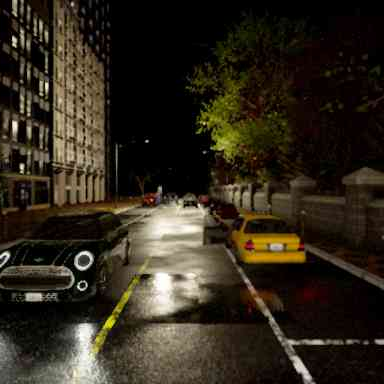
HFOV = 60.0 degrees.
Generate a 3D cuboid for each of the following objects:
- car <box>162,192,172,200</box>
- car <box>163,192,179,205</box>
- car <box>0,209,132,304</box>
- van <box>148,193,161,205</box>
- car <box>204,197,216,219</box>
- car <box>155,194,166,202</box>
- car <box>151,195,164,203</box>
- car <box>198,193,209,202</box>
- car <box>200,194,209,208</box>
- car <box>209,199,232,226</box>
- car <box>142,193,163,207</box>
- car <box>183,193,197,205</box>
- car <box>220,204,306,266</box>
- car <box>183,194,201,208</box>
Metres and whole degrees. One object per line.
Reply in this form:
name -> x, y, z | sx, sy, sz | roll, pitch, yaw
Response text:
car -> -5.905, 0.820, 79.698 | 2.192, 1.841, 5.009 | 0, 0, 0
car -> -3.100, 0.857, 50.095 | 2.097, 1.767, 4.553 | 0, 0, 0
car -> -2.879, 1.303, 8.281 | 2.097, 1.767, 4.553 | 0, 0, 0
van -> -5.826, 1.025, 51.995 | 1.690, 1.788, 3.998 | 0, 0, 0
car -> 2.379, 1.388, 29.771 | 1.947, 1.339, 4.313 | 0, 0, 0
car -> -5.914, 1.139, 62.907 | 1.752, 1.417, 4.829 | 0, 0, 0
car -> -5.871, 1.230, 57.537 | 1.802, 1.307, 4.206 | 0, 0, 0
car -> 2.110, 1.053, 63.068 | 1.967, 1.590, 4.097 | 0, 0, 0
car -> 2.289, 1.320, 40.870 | 1.947, 1.339, 4.313 | 0, 0, 0
car -> 2.424, 1.437, 24.222 | 1.802, 1.307, 4.206 | 0, 0, 0
car -> -5.781, 1.034, 46.454 | 2.192, 1.841, 5.009 | 0, 0, 0
car -> -0.373, 1.027, 53.361 | 2.097, 1.767, 4.553 | 0, 0, 0
car -> 2.186, 1.390, 11.229 | 1.801, 1.575, 5.366 | 0, 0, 0
car -> -0.199, 1.294, 42.026 | 2.033, 1.411, 5.357 | 0, 0, 0
